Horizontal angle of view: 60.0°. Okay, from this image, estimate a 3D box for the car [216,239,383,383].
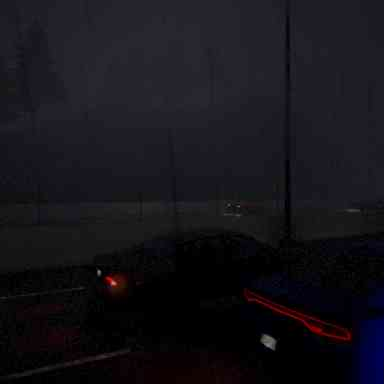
[{"bbox_3d":[3.006,1.479,4.823,5.008,1.535,1.882,0,0,-29],"label":"car"}]

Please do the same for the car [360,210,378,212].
[{"bbox_3d":[20.987,1.535,38.339,4.674,1.442,1.812,0,0,-40],"label":"car"}]

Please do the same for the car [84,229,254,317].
[{"bbox_3d":[0.469,1.550,7.390,5.357,1.411,2.033,0,0,-29],"label":"car"}]
